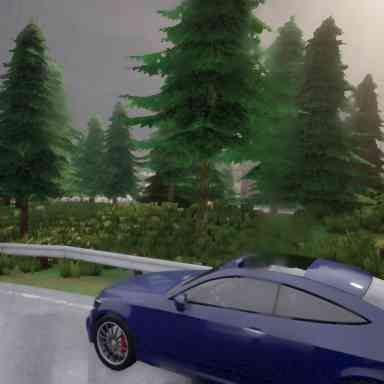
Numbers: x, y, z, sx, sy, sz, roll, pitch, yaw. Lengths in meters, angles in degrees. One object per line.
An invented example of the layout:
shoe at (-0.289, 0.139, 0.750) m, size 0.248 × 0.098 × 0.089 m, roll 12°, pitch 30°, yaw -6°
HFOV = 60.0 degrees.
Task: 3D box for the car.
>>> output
car at (0.804, 1.499, 4.066) m, size 4.674 × 1.442 × 1.812 m, roll 1°, pitch 1°, yaw 31°
